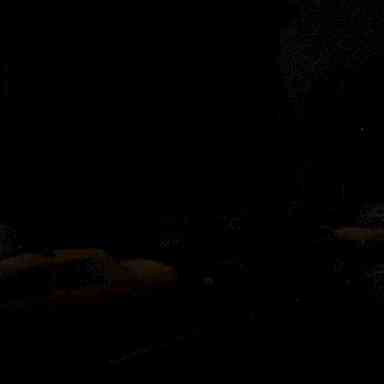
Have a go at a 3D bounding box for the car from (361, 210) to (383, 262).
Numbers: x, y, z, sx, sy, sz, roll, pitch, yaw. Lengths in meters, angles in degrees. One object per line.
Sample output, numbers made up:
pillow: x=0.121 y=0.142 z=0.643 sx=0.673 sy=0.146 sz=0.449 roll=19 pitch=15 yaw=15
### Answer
car: x=6.367 y=1.317 z=11.300 sx=4.829 sy=1.417 sz=1.752 roll=-1 pitch=1 yaw=-36

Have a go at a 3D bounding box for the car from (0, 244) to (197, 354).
car: x=-2.435 y=1.509 z=4.915 sx=4.829 sy=1.417 sz=1.752 roll=-1 pitch=1 yaw=-36

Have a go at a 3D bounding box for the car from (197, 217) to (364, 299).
car: x=2.104 y=1.451 z=8.207 sx=4.313 sy=1.339 sz=1.947 roll=-1 pitch=1 yaw=-36
